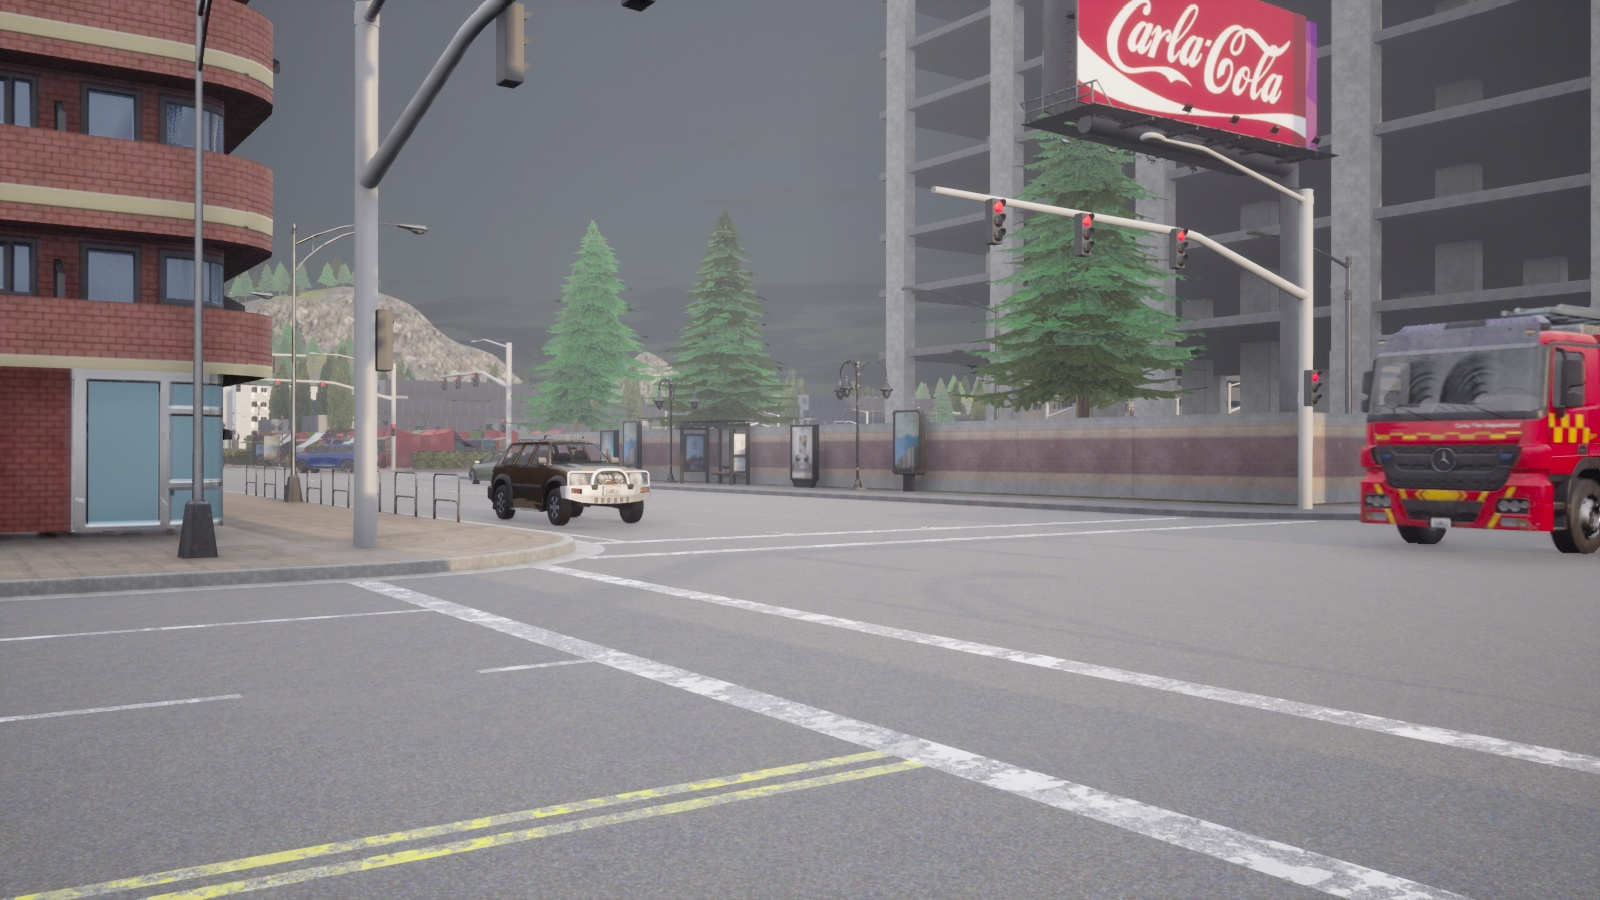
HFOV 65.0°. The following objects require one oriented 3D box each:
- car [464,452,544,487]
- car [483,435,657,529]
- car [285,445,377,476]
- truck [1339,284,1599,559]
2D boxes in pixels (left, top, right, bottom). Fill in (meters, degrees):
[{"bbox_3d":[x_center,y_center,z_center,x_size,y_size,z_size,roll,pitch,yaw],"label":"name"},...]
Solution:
[{"bbox_3d":[-13.586,0.861,57.447,2.007,1.525,4.514,0,0,-35],"label":"car"},{"bbox_3d":[-5.046,0.638,27.088,1.932,1.855,4.605,0,0,-35],"label":"car"},{"bbox_3d":[-32.315,0.728,86.619,5.566,2.045,2.150,0,0,6],"label":"car"},{"bbox_3d":[12.854,-0.395,21.144,8.468,3.827,2.891,0,0,-35],"label":"truck"}]
